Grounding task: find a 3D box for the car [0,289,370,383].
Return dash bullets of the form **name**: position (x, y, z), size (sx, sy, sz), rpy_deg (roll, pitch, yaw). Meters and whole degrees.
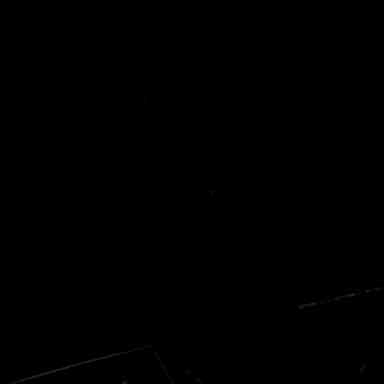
- **car**: position (-0.725, 1.599, 2.794), size (4.718, 1.301, 1.895), rpy_deg (0, 0, -29)
